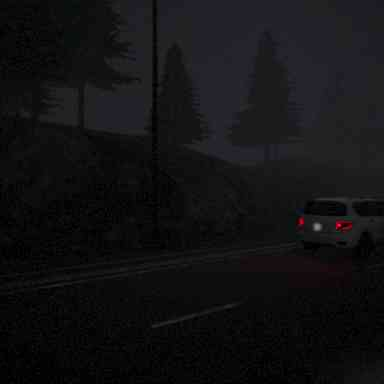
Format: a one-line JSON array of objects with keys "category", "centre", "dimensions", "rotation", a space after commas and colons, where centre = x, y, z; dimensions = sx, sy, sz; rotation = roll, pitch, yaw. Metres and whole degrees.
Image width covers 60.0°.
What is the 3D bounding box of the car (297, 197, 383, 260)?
[{"category": "car", "centre": [6.348, 1.222, 12.766], "dimensions": [5.566, 2.045, 2.150], "rotation": [0, 0, -37]}]
